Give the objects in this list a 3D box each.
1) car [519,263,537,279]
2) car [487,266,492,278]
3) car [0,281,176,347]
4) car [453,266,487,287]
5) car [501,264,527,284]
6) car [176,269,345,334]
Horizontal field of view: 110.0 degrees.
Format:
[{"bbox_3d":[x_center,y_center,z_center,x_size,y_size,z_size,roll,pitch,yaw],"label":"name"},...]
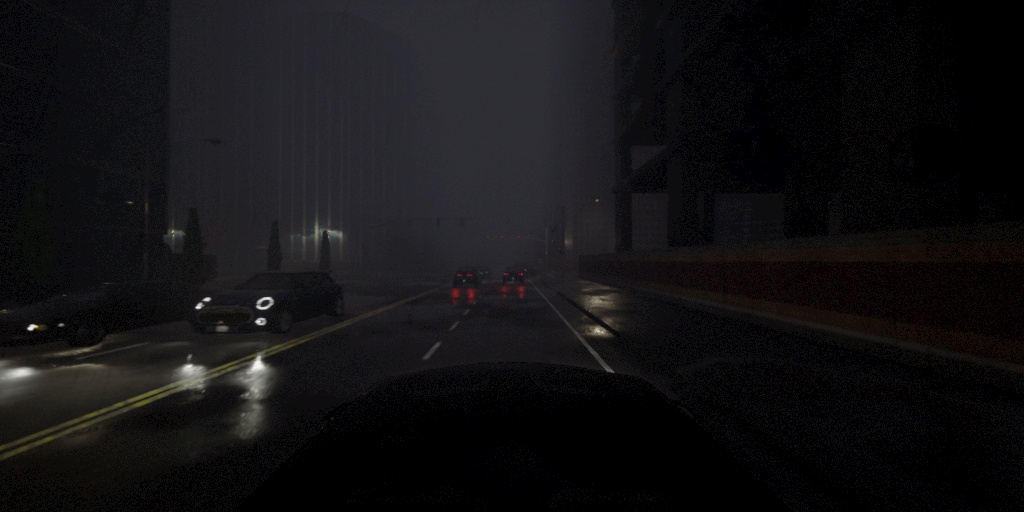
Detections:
[{"bbox_3d":[1.411,1.628,41.347,2.097,1.767,4.553,0,-1,19],"label":"car"},{"bbox_3d":[-3.398,1.825,41.421,2.033,1.411,5.357,0,-1,0],"label":"car"},{"bbox_3d":[-10.596,1.406,9.929,2.033,1.411,5.357,0,-1,0],"label":"car"},{"bbox_3d":[-3.399,1.590,27.956,2.128,1.511,4.902,0,-1,0],"label":"car"},{"bbox_3d":[0.090,1.668,31.245,1.812,1.442,4.674,0,-1,0],"label":"car"},{"bbox_3d":[-7.091,1.226,11.030,2.097,1.767,4.553,0,-1,0],"label":"car"}]
